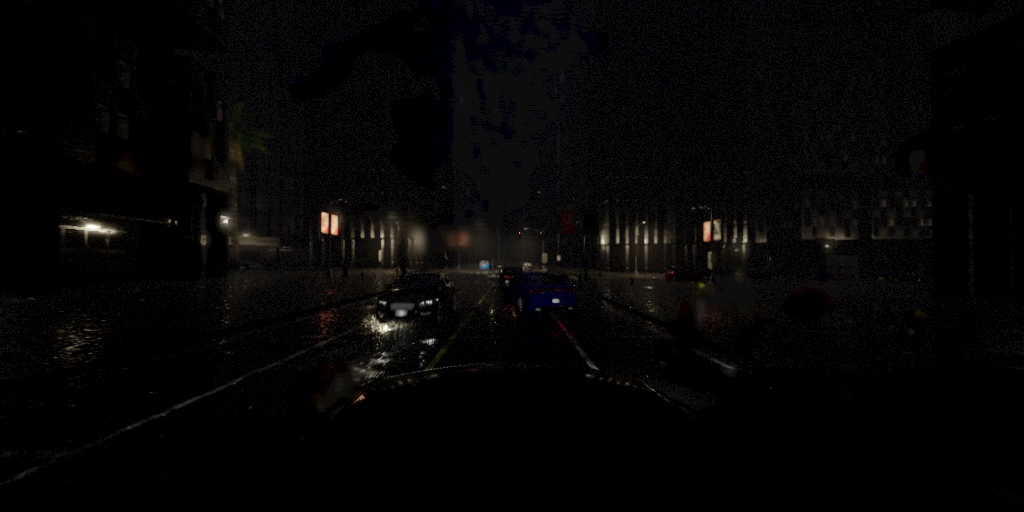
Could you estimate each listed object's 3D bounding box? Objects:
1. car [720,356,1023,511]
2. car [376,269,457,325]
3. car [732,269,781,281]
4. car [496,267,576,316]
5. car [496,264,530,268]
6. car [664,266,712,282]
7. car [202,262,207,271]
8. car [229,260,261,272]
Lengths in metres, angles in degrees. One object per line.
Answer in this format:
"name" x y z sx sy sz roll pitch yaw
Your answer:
"car" 3.147 1.278 1.911 1.812 1.442 4.674 0 -1 0
"car" -3.098 1.361 12.486 2.128 1.511 4.902 0 -1 0
"car" 31.431 2.354 45.671 4.902 1.511 2.128 1 -1 0
"car" 0.874 1.368 14.315 1.882 1.535 5.008 0 -1 -14
"car" 0.060 1.513 24.822 1.837 1.490 4.892 0 -1 0
"car" 19.164 1.892 38.997 4.553 1.767 2.097 1 -1 0
"car" -34.802 1.139 39.204 4.181 1.385 1.994 1 -1 0
"car" -32.876 1.198 42.442 5.357 1.411 2.033 1 -1 0
